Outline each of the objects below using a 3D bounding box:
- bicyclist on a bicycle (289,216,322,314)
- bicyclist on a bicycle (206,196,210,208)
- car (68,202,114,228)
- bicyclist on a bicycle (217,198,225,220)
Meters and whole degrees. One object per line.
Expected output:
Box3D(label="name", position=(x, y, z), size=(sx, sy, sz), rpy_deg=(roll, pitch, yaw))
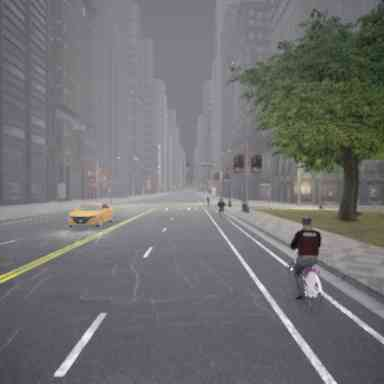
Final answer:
Box3D(label="bicyclist on a bicycle", position=(2.241, 1.355, 6.710), size=(0.659, 1.776, 1.843), rpy_deg=(0, 0, 0))
Box3D(label="bicyclist on a bicycle", position=(2.270, 1.417, 46.577), size=(0.582, 1.620, 1.656), rpy_deg=(0, -1, 0))
Box3D(label="car", position=(-6.592, 1.441, 22.187), size=(1.882, 1.535, 5.008), rpy_deg=(0, 0, 0))
Box3D(label="bicyclist on a bicycle", position=(2.261, 1.331, 25.736), size=(0.659, 1.776, 1.843), rpy_deg=(0, 0, 0))
